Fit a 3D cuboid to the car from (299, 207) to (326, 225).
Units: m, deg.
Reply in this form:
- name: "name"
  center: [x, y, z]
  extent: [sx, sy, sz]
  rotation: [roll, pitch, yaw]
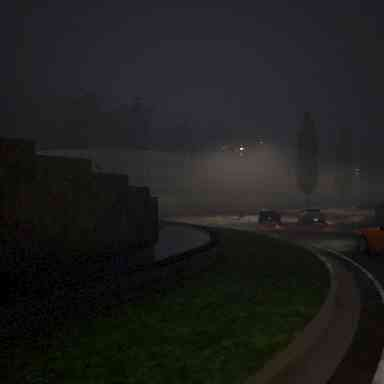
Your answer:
- name: "car"
  center: [10.575, 2.076, 29.331]
  extent: [1.812, 1.442, 4.674]
  rotation: [-1, -1, 12]

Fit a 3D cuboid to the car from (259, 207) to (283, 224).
- name: "car"
  center: [7.331, 2.093, 30.841]
  extent: [2.128, 1.511, 4.902]
  rotation: [-1, -1, 16]

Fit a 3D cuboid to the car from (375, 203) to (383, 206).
- name: "car"
  center: [33.153, 2.502, 56.475]
  extent: [1.812, 1.442, 4.674]
  rotation: [-1, -2, 42]

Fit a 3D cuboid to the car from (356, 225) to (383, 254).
- name: "car"
  center: [7.987, 1.683, 11.956]
  extent: [1.882, 1.535, 5.008]
  rotation: [0, -1, -6]

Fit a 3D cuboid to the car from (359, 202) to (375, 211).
- name: "car"
  center: [31.744, 2.536, 60.006]
  extent: [1.882, 1.535, 5.008]
  rotation: [-1, -2, 42]
